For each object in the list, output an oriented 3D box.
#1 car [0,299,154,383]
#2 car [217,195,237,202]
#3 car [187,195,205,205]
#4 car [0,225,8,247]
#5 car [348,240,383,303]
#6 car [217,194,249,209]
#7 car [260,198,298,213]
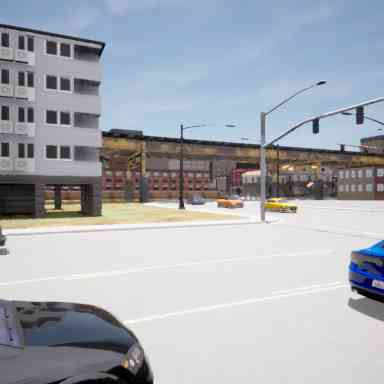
[{"bbox_3d":[-2.432,1.564,2.747,4.181,1.385,1.994,0,0,-32],"label":"car"},{"bbox_3d":[8.275,1.540,78.703,2.033,1.411,5.357,0,0,40],"label":"car"},{"bbox_3d":[0.688,1.354,57.015,2.097,1.767,4.553,0,0,-18],"label":"car"},{"bbox_3d":[-9.274,1.547,11.187,5.357,1.411,2.033,0,0,-32],"label":"car"},{"bbox_3d":[5.547,1.478,6.898,5.008,1.535,1.882,0,0,-25],"label":"car"},{"bbox_3d":[5.386,1.352,46.244,2.097,1.767,4.553,0,0,-25],"label":"car"},{"bbox_3d":[9.662,1.478,37.250,1.882,1.535,5.008,0,0,-26],"label":"car"}]
